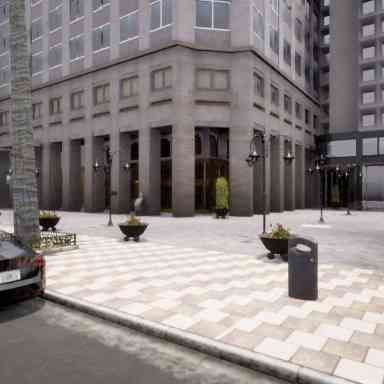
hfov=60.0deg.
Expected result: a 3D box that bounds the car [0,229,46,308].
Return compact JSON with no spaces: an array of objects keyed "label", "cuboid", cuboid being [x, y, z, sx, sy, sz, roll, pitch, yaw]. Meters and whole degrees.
[{"label":"car","cuboid":[-5.085,1.513,7.118,4.786,1.482,2.161,0,0,35]}]
